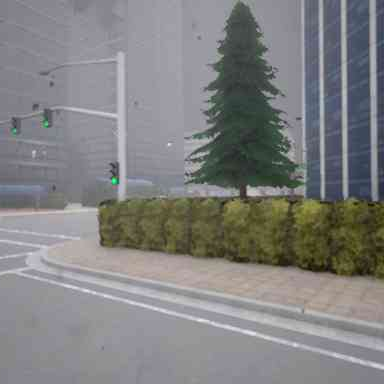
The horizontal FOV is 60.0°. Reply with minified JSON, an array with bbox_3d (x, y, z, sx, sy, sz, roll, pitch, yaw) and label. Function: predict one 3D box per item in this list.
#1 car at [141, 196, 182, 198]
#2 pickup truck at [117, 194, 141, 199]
[{"bbox_3d":[-1.651,1.355,30.207,2.150,2.045,5.566,-1,0,35],"label":"car"},{"bbox_3d":[-10.751,1.471,58.330,6.274,2.098,2.390,0,0,-24],"label":"pickup truck"}]
